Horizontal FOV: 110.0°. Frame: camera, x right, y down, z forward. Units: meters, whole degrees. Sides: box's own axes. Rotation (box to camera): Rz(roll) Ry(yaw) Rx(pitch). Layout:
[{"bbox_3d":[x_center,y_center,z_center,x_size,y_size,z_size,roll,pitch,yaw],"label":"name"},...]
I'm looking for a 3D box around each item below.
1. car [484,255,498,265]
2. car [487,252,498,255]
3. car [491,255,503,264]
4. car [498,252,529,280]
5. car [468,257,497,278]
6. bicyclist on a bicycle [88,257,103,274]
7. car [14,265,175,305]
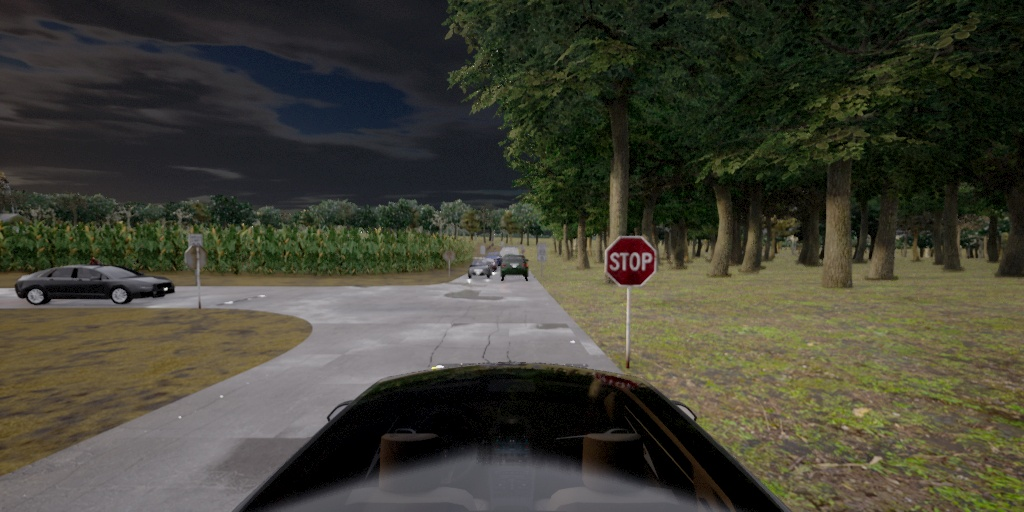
[{"bbox_3d":[-2.707,0.976,41.065,1.812,1.442,4.674,0,1,0],"label":"car"},{"bbox_3d":[-2.664,0.468,50.764,2.150,2.045,5.566,0,1,0],"label":"car"},{"bbox_3d":[-2.560,0.544,61.074,1.812,1.442,4.674,0,1,0],"label":"car"},{"bbox_3d":[0.199,0.847,29.870,2.150,2.045,5.566,0,1,0],"label":"car"},{"bbox_3d":[-2.744,1.094,31.604,2.128,1.511,4.902,0,1,0],"label":"car"},{"bbox_3d":[-23.386,0.874,20.120,0.582,1.620,1.656,0,0,-11],"label":"bicyclist on a bicycle"},{"bbox_3d":[-16.936,1.129,14.756,4.892,1.490,1.837,0,2,-7],"label":"car"}]
